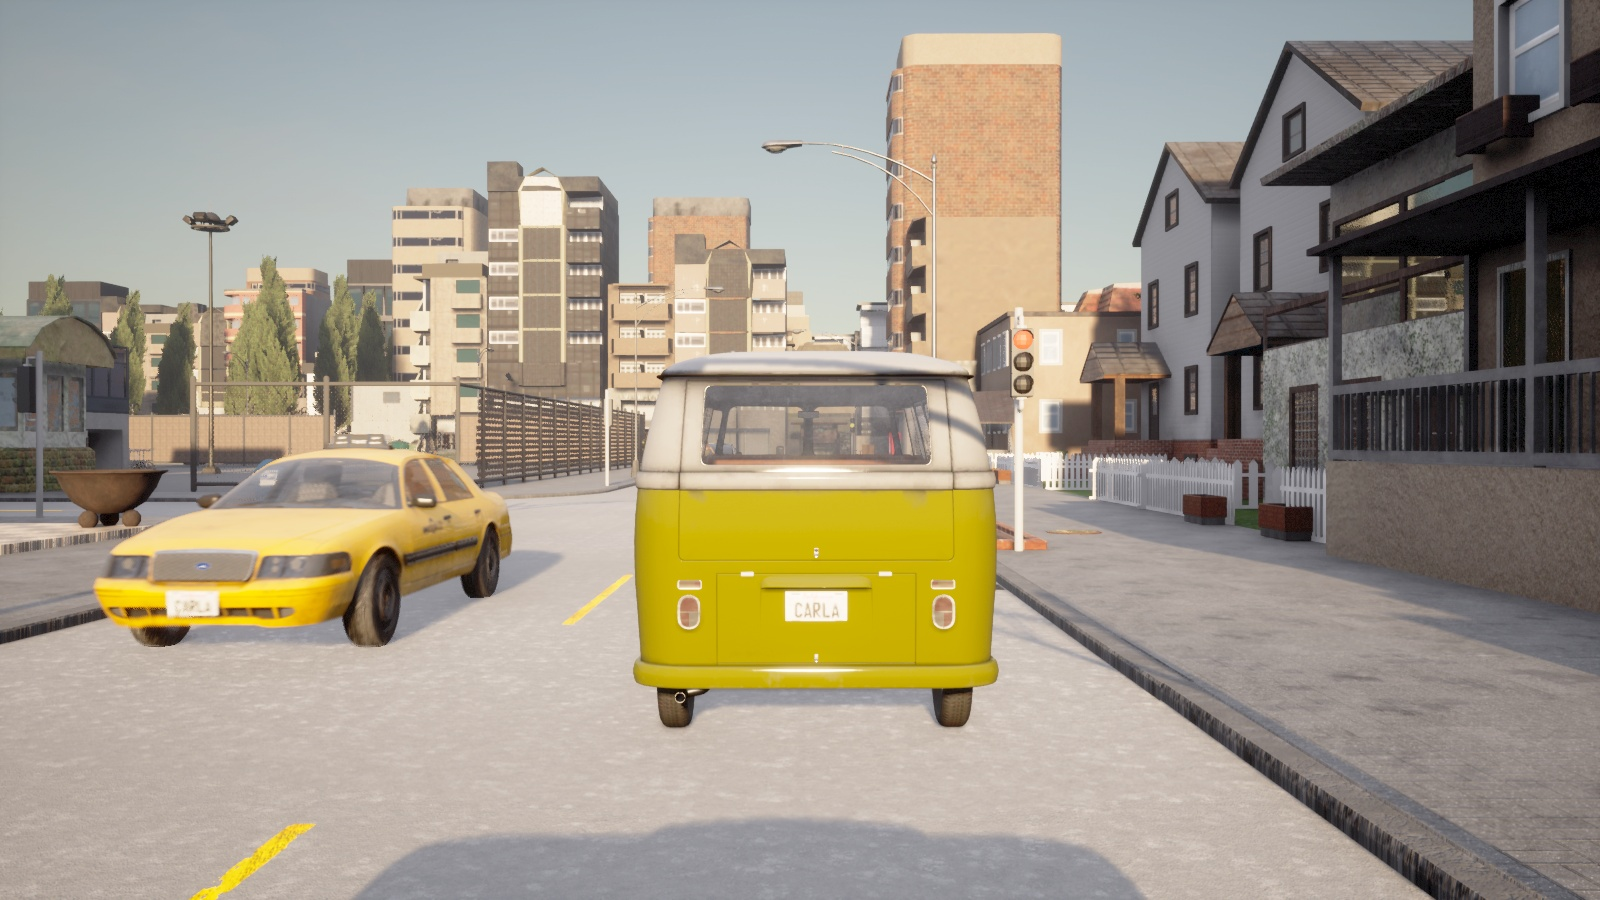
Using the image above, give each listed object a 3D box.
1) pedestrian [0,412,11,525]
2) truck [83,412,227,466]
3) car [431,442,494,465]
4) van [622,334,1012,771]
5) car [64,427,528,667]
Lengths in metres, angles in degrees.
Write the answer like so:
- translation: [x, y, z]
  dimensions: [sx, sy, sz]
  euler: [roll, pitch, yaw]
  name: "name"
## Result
- translation: [-14.222, 0.317, 21.811]
  dimensions: [0.788, 1.949, 0.423]
  euler: [0, 0, -16]
  name: "pedestrian"
- translation: [-42.371, -0.736, 82.736]
  dimensions: [7.936, 3.462, 2.891]
  euler: [0, 0, -13]
  name: "truck"
- translation: [-22.380, 0.236, 83.458]
  dimensions: [3.705, 1.549, 1.789]
  euler: [0, 0, 0]
  name: "car"
- translation: [0.070, 0.454, 7.932]
  dimensions: [1.775, 1.987, 4.442]
  euler: [0, 0, 0]
  name: "van"
- translation: [-3.900, 0.621, 10.947]
  dimensions: [1.801, 1.575, 5.366]
  euler: [0, 0, 1]
  name: "car"
